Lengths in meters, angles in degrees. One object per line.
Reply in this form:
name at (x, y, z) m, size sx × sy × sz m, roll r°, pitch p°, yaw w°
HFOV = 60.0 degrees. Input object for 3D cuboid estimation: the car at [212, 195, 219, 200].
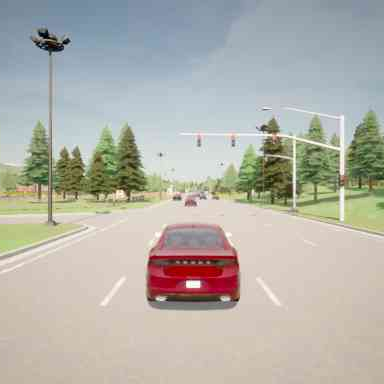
car at (6.653, 1.523, 94.416) m, size 2.128 × 1.511 × 4.902 m, roll 0°, pitch 0°, yaw 0°

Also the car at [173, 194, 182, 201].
car at (-3.807, 1.468, 83.544) m, size 1.882 × 1.535 × 5.008 m, roll 0°, pitch 0°, yaw 0°

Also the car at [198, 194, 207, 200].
car at (3.153, 1.522, 94.403) m, size 1.812 × 1.442 × 4.674 m, roll 0°, pitch 0°, yaw 0°

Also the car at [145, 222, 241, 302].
car at (0.033, 1.477, 8.342) m, size 1.882 × 1.535 × 5.008 m, roll 0°, pitch 0°, yaw 0°

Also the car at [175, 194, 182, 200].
car at (-3.845, 1.308, 93.964) m, size 1.882 × 1.535 × 5.008 m, roll 0°, pitch 0°, yaw 0°

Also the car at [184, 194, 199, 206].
car at (-0.193, 1.525, 52.944) m, size 1.812 × 1.442 × 4.674 m, roll 0°, pitch 0°, yaw 0°

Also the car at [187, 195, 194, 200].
car at (-0.345, 1.426, 94.007) m, size 1.895 × 1.301 × 4.718 m, roll 0°, pitch 0°, yaw 0°
